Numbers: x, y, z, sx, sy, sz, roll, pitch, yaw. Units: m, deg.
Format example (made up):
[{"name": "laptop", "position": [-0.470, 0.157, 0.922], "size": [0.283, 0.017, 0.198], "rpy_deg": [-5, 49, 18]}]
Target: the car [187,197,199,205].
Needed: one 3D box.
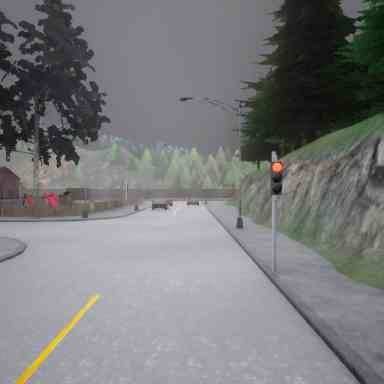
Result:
[{"name": "car", "position": [0.175, 1.564, 56.820], "size": [1.994, 1.385, 4.181], "rpy_deg": [0, 0, 0]}]

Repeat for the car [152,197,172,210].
[{"name": "car", "position": [-4.040, 1.478, 42.853], "size": [1.882, 1.535, 5.008], "rpy_deg": [0, 0, 0]}]
